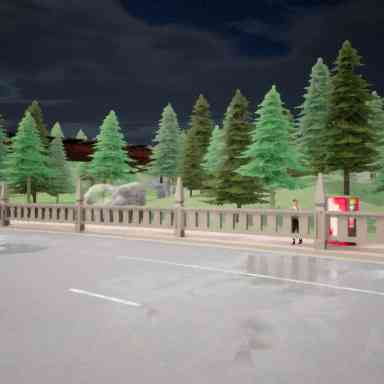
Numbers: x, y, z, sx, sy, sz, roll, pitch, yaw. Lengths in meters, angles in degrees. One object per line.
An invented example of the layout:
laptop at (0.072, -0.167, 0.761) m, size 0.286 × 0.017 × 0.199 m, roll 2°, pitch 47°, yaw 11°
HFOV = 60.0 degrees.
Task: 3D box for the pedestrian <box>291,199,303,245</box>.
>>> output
pedestrian at (4.063, 1.142, 13.007) m, size 0.375 × 1.860 × 0.375 m, roll 0°, pitch 0°, yaw 33°

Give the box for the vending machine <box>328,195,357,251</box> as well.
vending machine at (6.094, 1.195, 13.456) m, size 0.880 × 2.100 × 1.100 m, roll 0°, pitch 0°, yaw 33°
